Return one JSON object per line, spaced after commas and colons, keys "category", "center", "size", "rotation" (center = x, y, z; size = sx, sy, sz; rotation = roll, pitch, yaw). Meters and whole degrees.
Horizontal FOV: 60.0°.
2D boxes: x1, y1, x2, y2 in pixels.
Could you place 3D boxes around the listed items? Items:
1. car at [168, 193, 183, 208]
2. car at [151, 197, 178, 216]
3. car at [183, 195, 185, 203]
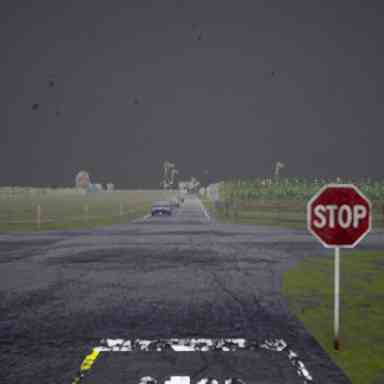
{"category": "car", "center": [-2.778, 1.303, 47.095], "size": [2.097, 1.767, 4.553], "rotation": [0, 0, 0]}
{"category": "car", "center": [-2.806, 1.519, 32.261], "size": [2.033, 1.411, 5.357], "rotation": [0, 0, 0]}
{"category": "car", "center": [-2.666, 1.134, 66.574], "size": [2.150, 2.045, 5.566], "rotation": [0, 0, 0]}
